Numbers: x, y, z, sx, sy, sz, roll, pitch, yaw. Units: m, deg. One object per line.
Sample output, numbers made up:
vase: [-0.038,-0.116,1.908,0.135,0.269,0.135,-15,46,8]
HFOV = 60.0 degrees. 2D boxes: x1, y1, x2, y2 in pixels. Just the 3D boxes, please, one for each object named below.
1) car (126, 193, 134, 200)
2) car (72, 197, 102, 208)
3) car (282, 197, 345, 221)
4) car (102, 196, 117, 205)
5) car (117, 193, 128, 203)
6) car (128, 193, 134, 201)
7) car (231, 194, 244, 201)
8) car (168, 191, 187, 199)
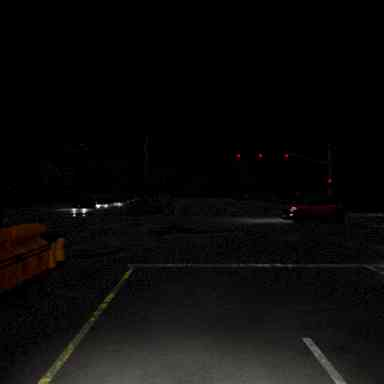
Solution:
car: [-16.236,1.142,86.577,1.837,1.490,4.892,0,0,-14]
car: [-14.091,1.376,44.106,2.033,1.411,5.357,0,0,0]
car: [9.377,1.266,25.917,4.553,1.767,2.097,0,0,-7]
car: [-14.077,1.349,54.087,1.994,1.385,4.181,0,0,0]
car: [-14.033,1.345,63.332,1.895,1.301,4.718,0,0,1]
car: [-14.133,1.054,73.601,2.097,1.767,4.553,0,0,-3]
car: [10.329,1.234,74.855,2.033,1.411,5.357,0,0,-6]
car: [-4.265,0.822,95.294,2.150,2.045,5.566,0,0,-22]
